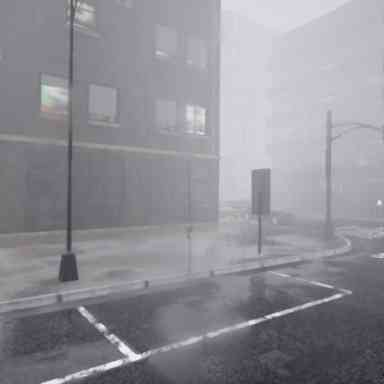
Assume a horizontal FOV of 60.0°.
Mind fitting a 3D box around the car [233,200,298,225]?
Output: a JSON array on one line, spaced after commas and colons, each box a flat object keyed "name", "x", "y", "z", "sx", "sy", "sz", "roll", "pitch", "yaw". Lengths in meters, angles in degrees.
[{"name": "car", "x": 5.380, "y": 1.534, "z": 23.564, "sx": 2.008, "sy": 1.369, "sz": 4.403, "roll": 2, "pitch": 0, "yaw": -36}]

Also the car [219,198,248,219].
[{"name": "car", "x": 2.206, "y": 1.433, "z": 27.930, "sx": 1.752, "sy": 1.417, "sz": 4.829, "roll": 2, "pitch": 0, "yaw": -36}]

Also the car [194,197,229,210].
[{"name": "car", "x": 2.354, "y": 1.399, "z": 41.975, "sx": 2.008, "sy": 1.369, "sz": 4.403, "roll": 2, "pitch": 0, "yaw": -36}]

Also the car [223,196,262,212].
[{"name": "car", "x": 5.631, "y": 1.366, "z": 37.473, "sx": 1.967, "sy": 1.590, "sz": 4.097, "roll": 2, "pitch": 0, "yaw": -36}]

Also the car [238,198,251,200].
[{"name": "car", "x": 4.539, "y": 1.448, "z": 29.108, "sx": 1.837, "sy": 1.490, "sz": 4.892, "roll": 1, "pitch": 0, "yaw": -36}]
